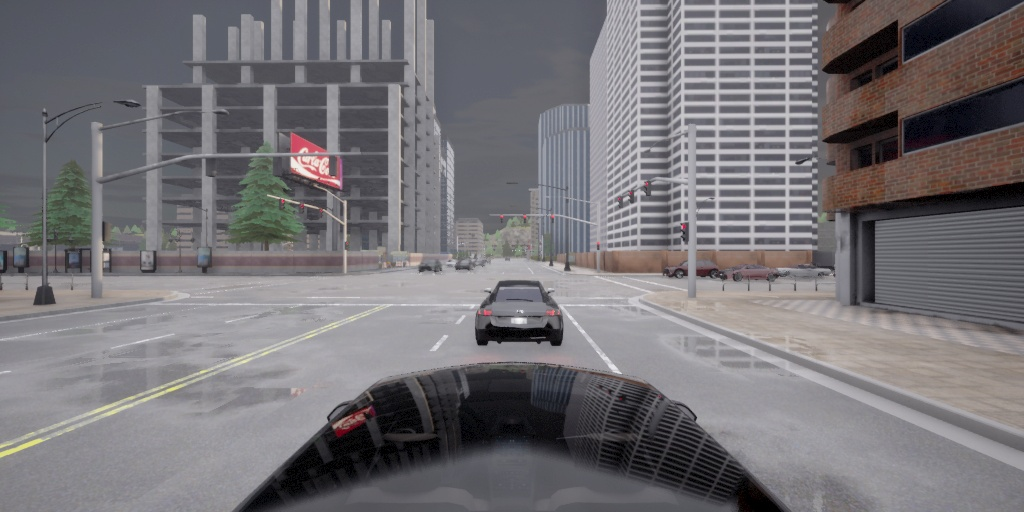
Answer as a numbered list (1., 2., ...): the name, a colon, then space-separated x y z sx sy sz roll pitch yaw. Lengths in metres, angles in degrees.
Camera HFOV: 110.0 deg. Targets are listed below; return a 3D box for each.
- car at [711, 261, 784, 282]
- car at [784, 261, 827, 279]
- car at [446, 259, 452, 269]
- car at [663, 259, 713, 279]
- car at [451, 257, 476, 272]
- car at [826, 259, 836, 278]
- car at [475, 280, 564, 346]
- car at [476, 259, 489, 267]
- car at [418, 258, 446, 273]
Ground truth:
1. car: 18.807 1.314 28.809 4.181 1.385 1.994 0 0 1
2. car: 25.518 1.351 32.218 4.718 1.301 1.895 0 0 1
3. car: -9.593 1.275 57.974 1.812 1.442 4.674 0 0 1
4. car: 16.083 1.102 32.345 4.553 1.767 2.097 0 0 1
5. car: -6.292 1.228 47.317 1.882 1.535 5.008 0 0 1
6. car: 28.693 1.227 28.667 5.008 1.535 1.882 0 0 1
7. car: 0.193 1.314 9.444 1.994 1.385 4.181 0 0 1
8. car: -5.951 1.241 64.356 2.128 1.511 4.902 0 0 1
9. car: -9.870 1.102 43.460 2.097 1.767 4.553 0 0 1
